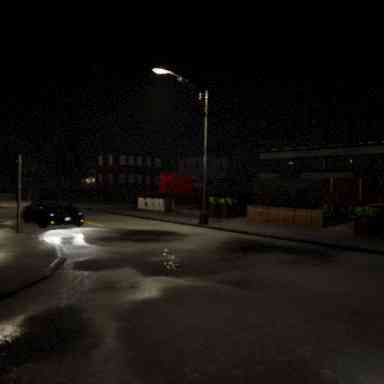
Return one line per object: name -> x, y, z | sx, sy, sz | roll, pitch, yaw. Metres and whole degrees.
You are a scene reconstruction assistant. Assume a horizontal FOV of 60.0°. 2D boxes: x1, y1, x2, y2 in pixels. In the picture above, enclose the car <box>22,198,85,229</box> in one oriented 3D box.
car -> -7.280, 1.039, 17.337 | 1.994, 1.385, 4.181 | 0, 2, -43
